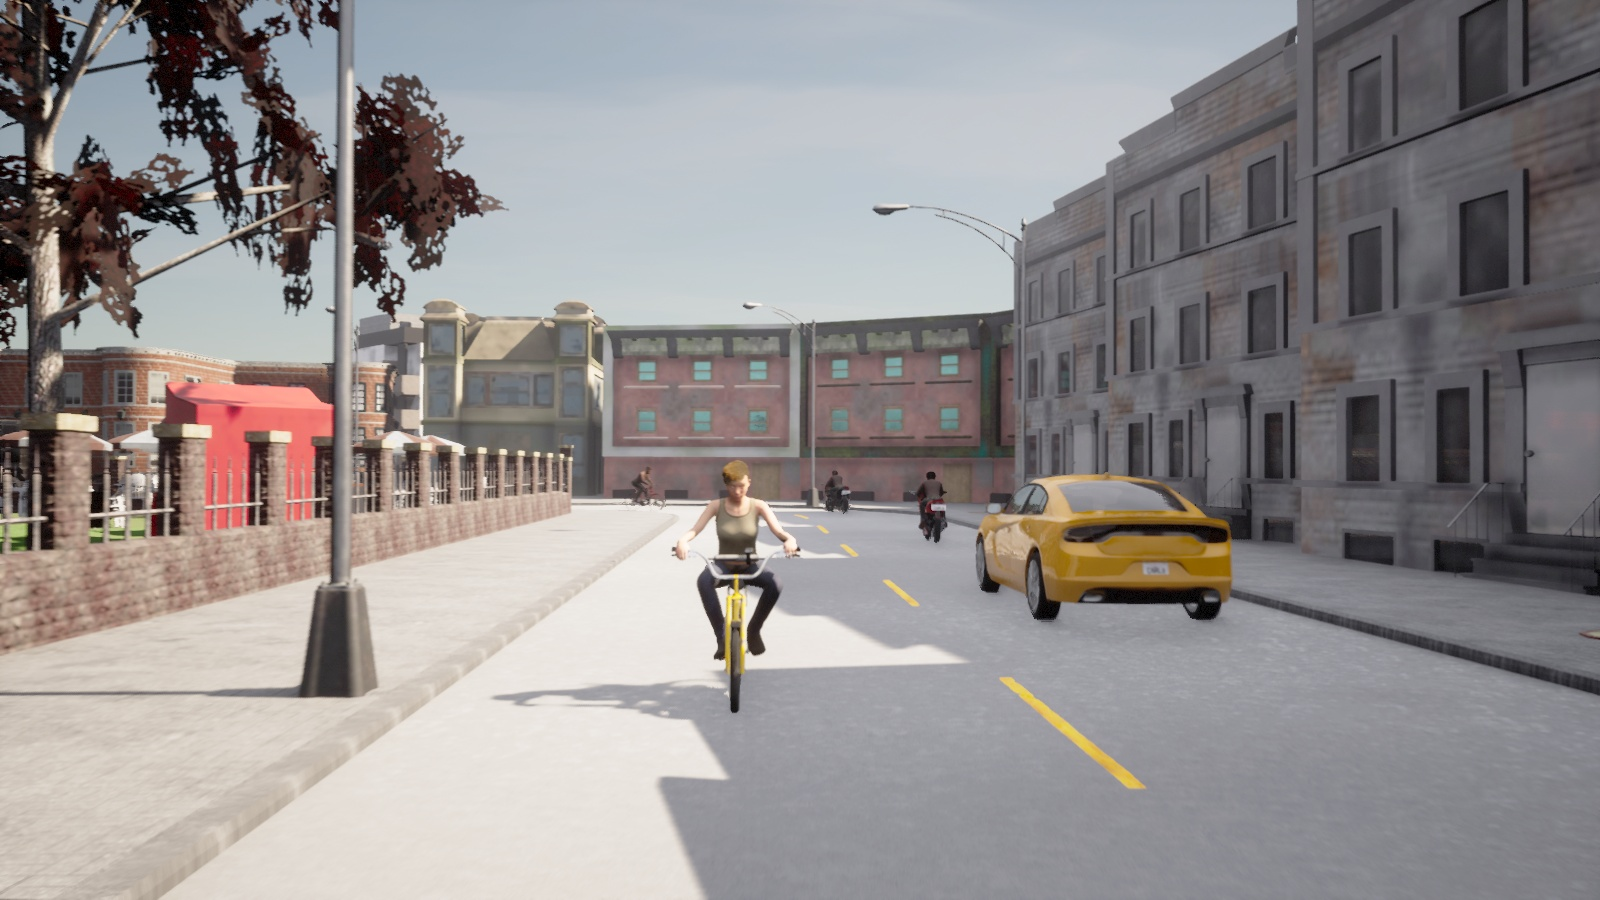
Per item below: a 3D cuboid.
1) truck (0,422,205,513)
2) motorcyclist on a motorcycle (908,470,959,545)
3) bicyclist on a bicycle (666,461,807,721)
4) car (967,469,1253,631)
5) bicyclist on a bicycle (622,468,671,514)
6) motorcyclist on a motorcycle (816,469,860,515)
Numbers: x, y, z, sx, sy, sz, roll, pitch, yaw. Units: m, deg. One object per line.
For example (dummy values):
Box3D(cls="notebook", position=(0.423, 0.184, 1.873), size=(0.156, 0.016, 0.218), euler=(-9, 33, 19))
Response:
Box3D(cls="truck", position=(-28.184, 0.682, 49.600), size=(7.936, 3.462, 2.891), euler=(0, -1, -2))
Box3D(cls="motorcyclist on a motorcycle", position=(2.816, 1.187, 26.702), size=(0.797, 1.523, 2.044), euler=(0, -1, -2))
Box3D(cls="bicyclist on a bicycle", position=(-0.420, 0.880, 8.559), size=(0.866, 1.612, 1.509), euler=(0, 0, -2))
Box3D(cls="car", position=(3.311, 0.997, 14.541), size=(1.882, 1.535, 5.008), euler=(0, -1, -2))
Box3D(cls="bicyclist on a bicycle", position=(-5.527, 1.470, 45.270), size=(1.656, 1.620, 0.582), euler=(0, 1, 24))
Box3D(cls="motorcyclist on a motorcycle", position=(1.314, 1.457, 44.050), size=(0.797, 1.523, 2.044), euler=(-2, 0, -20))
